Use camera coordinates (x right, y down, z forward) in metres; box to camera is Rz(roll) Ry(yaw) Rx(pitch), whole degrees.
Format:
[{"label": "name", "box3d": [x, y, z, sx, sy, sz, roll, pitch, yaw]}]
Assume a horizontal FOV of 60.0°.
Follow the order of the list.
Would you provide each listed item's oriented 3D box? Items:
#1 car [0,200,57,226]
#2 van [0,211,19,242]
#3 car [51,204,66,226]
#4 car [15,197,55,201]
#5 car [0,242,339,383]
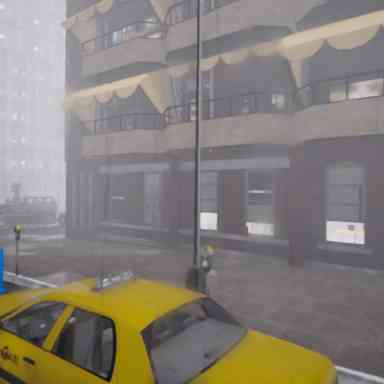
[{"label": "car", "box3d": [-11.336, 1.564, 21.828, 2.128, 1.511, 4.902, 1, 0, 35]}, {"label": "van", "box3d": [-5.434, 1.334, 6.736, 3.998, 1.788, 1.690, 0, 1, 36]}, {"label": "car", "box3d": [-7.088, 1.674, 23.280, 1.887, 1.381, 4.507, 1, 0, 36]}, {"label": "car", "box3d": [-13.877, 1.323, 28.187, 2.192, 1.841, 5.009, 1, 0, 36]}, {"label": "car", "box3d": [-1.011, 1.523, 3.584, 4.829, 1.417, 1.752, 0, 1, 36]}]
